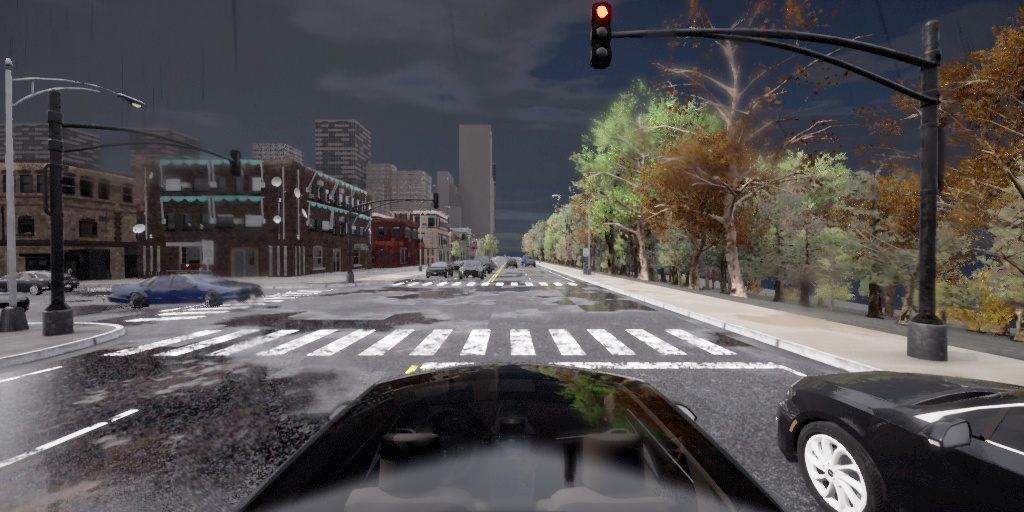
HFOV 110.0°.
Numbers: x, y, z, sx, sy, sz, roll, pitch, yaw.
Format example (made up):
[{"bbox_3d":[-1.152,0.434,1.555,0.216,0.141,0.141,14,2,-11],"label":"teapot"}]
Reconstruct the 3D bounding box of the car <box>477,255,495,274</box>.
[{"bbox_3d":[-3.435,0.958,41.278,2.150,2.045,5.566,0,0,0],"label":"car"}]

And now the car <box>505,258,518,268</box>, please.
[{"bbox_3d":[-0.037,1.231,60.822,1.837,1.490,4.892,0,-1,-1],"label":"car"}]

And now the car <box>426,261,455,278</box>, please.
[{"bbox_3d":[-6.664,1.218,33.525,1.882,1.535,5.008,0,0,0],"label":"car"}]

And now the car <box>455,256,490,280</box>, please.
[{"bbox_3d":[-3.413,1.093,31.699,2.097,1.767,4.553,0,0,0],"label":"car"}]

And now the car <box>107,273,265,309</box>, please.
[{"bbox_3d":[-13.956,1.439,15.518,5.357,1.411,2.033,-1,1,-2],"label":"car"}]

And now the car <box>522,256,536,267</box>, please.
[{"bbox_3d":[3.203,1.231,63.662,1.837,1.490,4.892,0,0,0],"label":"car"}]

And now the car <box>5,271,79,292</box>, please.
[{"bbox_3d":[-28.326,1.560,21.131,4.403,1.370,2.007,0,0,0],"label":"car"}]

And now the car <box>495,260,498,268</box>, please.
[{"bbox_3d":[-3.457,1.296,50.784,1.994,1.385,4.181,0,0,0],"label":"car"}]

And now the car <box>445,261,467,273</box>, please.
[{"bbox_3d":[-6.683,1.336,43.487,1.895,1.301,4.718,0,0,0],"label":"car"}]

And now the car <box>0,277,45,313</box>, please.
[{"bbox_3d":[-19.973,1.565,12.639,4.313,1.339,1.948,0,0,0],"label":"car"}]

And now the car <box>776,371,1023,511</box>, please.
[{"bbox_3d":[3.366,1.255,1.263,1.837,1.490,4.892,0,0,-2],"label":"car"}]
